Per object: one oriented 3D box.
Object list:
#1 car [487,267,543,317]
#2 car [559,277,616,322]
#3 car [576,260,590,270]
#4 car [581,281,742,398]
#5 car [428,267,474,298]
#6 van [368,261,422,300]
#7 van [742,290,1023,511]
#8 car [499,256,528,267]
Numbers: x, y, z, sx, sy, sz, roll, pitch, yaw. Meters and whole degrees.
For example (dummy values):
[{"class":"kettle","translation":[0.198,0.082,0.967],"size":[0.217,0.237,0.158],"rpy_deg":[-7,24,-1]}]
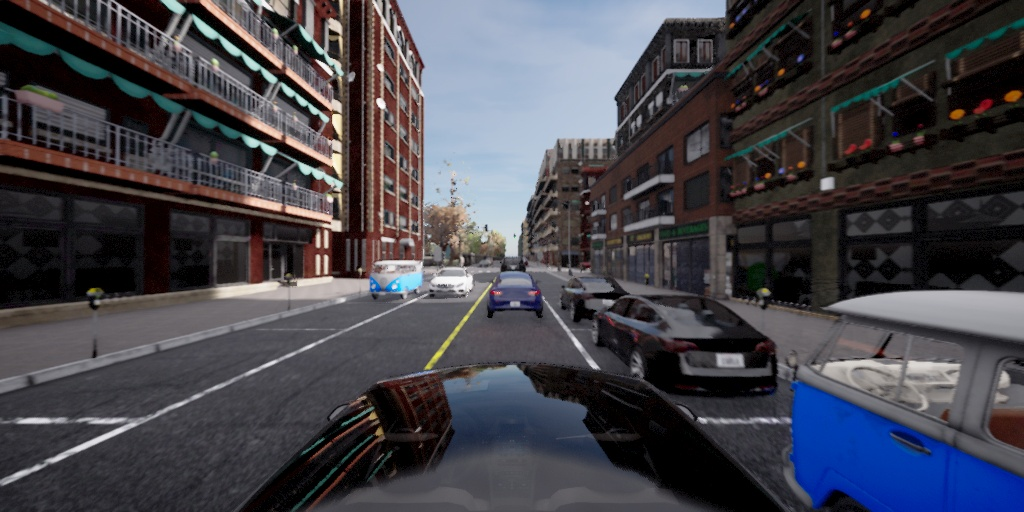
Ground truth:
[{"class":"car","translation":[0.099,1.305,13.214],"size":[1.812,1.442,4.674],"rpy_deg":[0,0,0]},{"class":"car","translation":[2.693,1.343,12.171],"size":[1.948,1.339,4.313],"rpy_deg":[0,0,0]},{"class":"car","translation":[13.454,1.535,60.537],"size":[5.009,1.841,2.192],"rpy_deg":[0,0,-1]},{"class":"car","translation":[2.693,1.328,6.508],"size":[1.948,1.339,4.313],"rpy_deg":[0,0,0]},{"class":"car","translation":[-3.098,1.320,18.998],"size":[1.812,1.442,4.674],"rpy_deg":[0,0,0]},{"class":"van","translation":[-5.687,1.132,17.831],"size":[1.690,1.789,3.998],"rpy_deg":[0,0,0]},{"class":"van","translation":[2.693,1.089,0.846],"size":[1.690,1.789,3.998],"rpy_deg":[0,0,0]},{"class":"car","translation":[0.102,1.052,31.074],"size":[2.150,2.045,5.566],"rpy_deg":[0,0,0]}]
